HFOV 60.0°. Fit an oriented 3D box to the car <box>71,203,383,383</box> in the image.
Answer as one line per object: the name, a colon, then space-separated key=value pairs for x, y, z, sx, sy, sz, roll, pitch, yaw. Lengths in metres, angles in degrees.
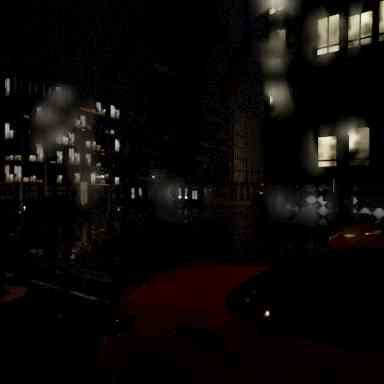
car: x=1.779 y=1.222 z=2.417 sx=5.566 sy=2.045 sz=2.150 roll=0 pitch=0 yaw=35

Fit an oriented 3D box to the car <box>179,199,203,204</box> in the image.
car: x=-0.127 y=1.709 z=45.426 sx=1.812 sy=1.442 sz=4.674 roll=1 pitch=0 yaw=36

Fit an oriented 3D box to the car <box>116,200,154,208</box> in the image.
car: x=-6.282 y=1.628 z=37.176 sx=2.128 sy=1.511 sz=4.902 roll=1 pitch=0 yaw=37

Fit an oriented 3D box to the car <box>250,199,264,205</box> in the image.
car: x=11.655 y=1.822 z=55.931 sx=2.033 sy=1.411 sz=5.357 roll=1 pitch=0 yaw=37

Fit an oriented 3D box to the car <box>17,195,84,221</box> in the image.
car: x=-12.217 y=1.313 z=29.152 sx=2.150 sy=2.045 sz=5.566 roll=1 pitch=0 yaw=39
